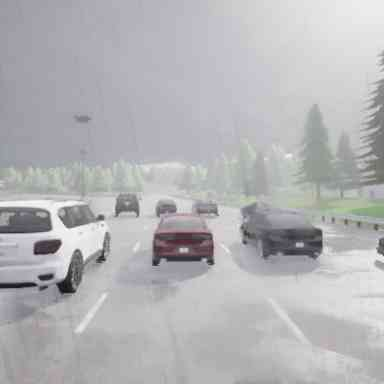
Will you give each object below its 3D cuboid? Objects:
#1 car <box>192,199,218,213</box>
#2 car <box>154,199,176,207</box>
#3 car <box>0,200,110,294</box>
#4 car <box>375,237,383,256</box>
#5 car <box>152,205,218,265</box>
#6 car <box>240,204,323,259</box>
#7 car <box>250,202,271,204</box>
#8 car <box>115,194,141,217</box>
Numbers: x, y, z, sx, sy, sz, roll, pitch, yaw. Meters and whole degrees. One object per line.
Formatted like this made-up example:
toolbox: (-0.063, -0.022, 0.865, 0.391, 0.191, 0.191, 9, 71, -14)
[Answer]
car: (1.127, 1.418, 30.787, 2.128, 1.511, 4.902, 0, 0, -9)
car: (-2.450, 1.441, 31.054, 1.837, 1.490, 4.892, 0, 0, -9)
car: (-3.699, 1.212, 8.823, 2.150, 2.045, 5.566, 0, 0, -3)
car: (6.857, 1.508, 8.174, 2.033, 1.411, 5.357, 0, 0, -2)
car: (-0.352, 1.452, 11.657, 1.882, 1.535, 5.008, 0, 0, -3)
car: (3.108, 1.440, 12.487, 1.882, 1.535, 5.008, 0, 0, -3)
car: (5.336, 1.472, 26.196, 2.033, 1.411, 5.357, 0, 0, -7)
car: (-6.015, 1.167, 31.319, 2.150, 2.045, 5.566, 0, 0, -9)
